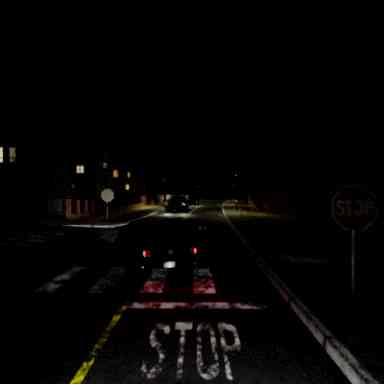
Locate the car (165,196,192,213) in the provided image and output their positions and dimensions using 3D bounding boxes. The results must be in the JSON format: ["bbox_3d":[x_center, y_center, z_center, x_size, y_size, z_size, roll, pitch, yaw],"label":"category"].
[{"bbox_3d":[-1.500,1.194,34.713,2.097,1.767,4.553,0,0,4],"label":"car"}]

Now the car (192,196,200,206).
[{"bbox_3d":[0.168,1.353,52.833,1.837,1.490,4.892,0,-1,7],"label":"car"}]

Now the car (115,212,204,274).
[{"bbox_3d":[-1.275,1.541,10.529,1.895,1.301,4.718,0,0,-19],"label":"car"}]
